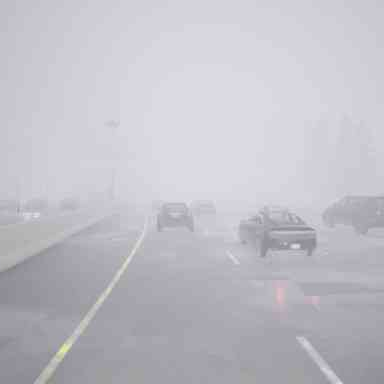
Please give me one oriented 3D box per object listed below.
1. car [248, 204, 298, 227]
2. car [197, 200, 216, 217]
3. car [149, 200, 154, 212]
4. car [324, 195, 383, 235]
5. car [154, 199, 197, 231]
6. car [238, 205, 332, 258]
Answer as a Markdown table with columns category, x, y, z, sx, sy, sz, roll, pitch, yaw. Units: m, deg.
| category | x | y | z | sx | sy | sz | roll | pitch | yaw |
| --- | --- | --- | --- | --- | --- | --- | --- | --- | --- |
| car | 5.586 | 1.590 | 23.672 | 1.895 | 1.301 | 4.718 | 0 | 0 | -7 |
| car | 0.978 | 1.491 | 31.378 | 2.128 | 1.511 | 4.902 | 0 | 0 | -9 |
| car | -3.925 | 1.557 | 39.097 | 2.033 | 1.411 | 5.357 | 0 | 0 | -11 |
| car | 9.608 | 1.203 | 18.936 | 2.150 | 2.045 | 5.566 | 0 | 0 | -5 |
| car | -1.144 | 1.355 | 20.715 | 2.097 | 1.767 | 4.553 | 0 | 0 | -6 |
| car | 3.066 | 1.486 | 12.778 | 2.128 | 1.511 | 4.902 | 0 | 0 | -4 |
